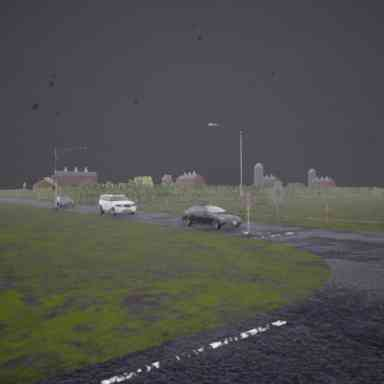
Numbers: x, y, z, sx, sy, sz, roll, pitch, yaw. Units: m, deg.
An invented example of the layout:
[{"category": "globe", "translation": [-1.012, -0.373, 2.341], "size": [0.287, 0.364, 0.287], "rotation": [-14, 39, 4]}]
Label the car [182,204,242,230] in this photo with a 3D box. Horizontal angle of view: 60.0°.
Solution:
[{"category": "car", "translation": [1.144, 1.558, 21.653], "size": [1.812, 1.442, 4.674], "rotation": [-1, 1, -37]}]

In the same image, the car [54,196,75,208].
[{"category": "car", "translation": [-19.249, 1.447, 50.062], "size": [2.097, 1.767, 4.553], "rotation": [-1, 0, -35]}]

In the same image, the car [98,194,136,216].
[{"category": "car", "translation": [-7.660, 1.275, 33.585], "size": [2.150, 2.045, 5.566], "rotation": [-1, 0, -36]}]
